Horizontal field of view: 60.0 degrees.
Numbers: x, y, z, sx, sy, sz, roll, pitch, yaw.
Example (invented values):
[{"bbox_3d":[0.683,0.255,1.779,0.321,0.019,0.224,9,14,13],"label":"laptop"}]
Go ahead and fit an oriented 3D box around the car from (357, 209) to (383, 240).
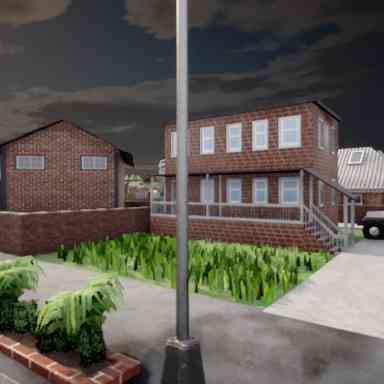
[{"bbox_3d":[8.491,0.974,12.591,3.866,1.878,1.905,0,0,36],"label":"car"}]
